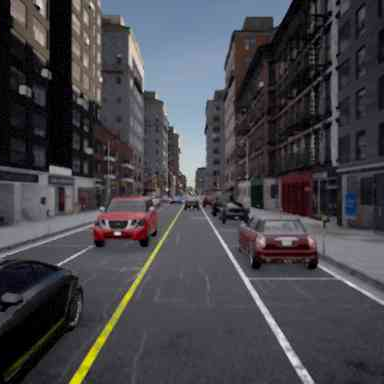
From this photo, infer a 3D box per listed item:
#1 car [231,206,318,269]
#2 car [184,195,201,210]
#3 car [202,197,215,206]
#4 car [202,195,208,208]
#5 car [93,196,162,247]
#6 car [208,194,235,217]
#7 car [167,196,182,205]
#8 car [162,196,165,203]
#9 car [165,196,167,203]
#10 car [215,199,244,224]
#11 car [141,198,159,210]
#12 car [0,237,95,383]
[{"bbox_3d":[2.635,1.444,11.179,1.967,1.590,4.097,0,0,0],"label":"car"},{"bbox_3d":[0.009,1.522,42.667,1.837,1.490,4.892,0,1,0],"label":"car"},{"bbox_3d":[2.620,1.583,54.812,1.947,1.339,4.313,0,0,0],"label":"car"},{"bbox_3d":[2.621,1.327,49.359,2.192,1.841,5.009,0,0,0],"label":"car"},{"bbox_3d":[-2.846,1.226,15.423,2.150,2.045,5.566,0,0,0],"label":"car"},{"bbox_3d":[2.971,1.234,31.895,2.150,2.045,5.566,0,0,0],"label":"car"},{"bbox_3d":[-2.819,1.499,59.171,1.882,1.535,5.008,0,0,1],"label":"car"},{"bbox_3d":[-5.403,1.594,49.359,1.802,1.307,4.206,0,0,0],"label":"car"},{"bbox_3d":[-5.409,1.471,65.720,1.967,1.590,4.097,0,0,0],"label":"car"},{"bbox_3d":[3.013,1.509,24.865,1.837,1.490,4.892,0,0,0],"label":"car"},{"bbox_3d":[-5.401,1.534,43.736,1.752,1.417,4.829,0,0,0],"label":"car"},{"bbox_3d":[-2.848,1.566,4.055,1.994,1.385,4.181,0,0,0],"label":"car"}]
